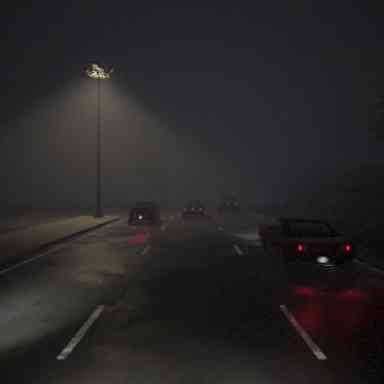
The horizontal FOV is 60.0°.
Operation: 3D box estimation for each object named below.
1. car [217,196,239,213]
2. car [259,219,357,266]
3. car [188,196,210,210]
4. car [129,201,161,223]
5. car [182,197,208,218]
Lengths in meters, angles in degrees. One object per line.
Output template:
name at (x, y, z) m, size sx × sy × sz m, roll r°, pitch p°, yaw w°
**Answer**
car at (3.797, 1.223, 35.652) m, size 2.097 × 1.767 × 4.553 m, roll 0°, pitch 0°, yaw 2°
car at (3.600, 1.560, 11.364) m, size 1.895 × 1.301 × 4.718 m, roll 0°, pitch 0°, yaw 0°
car at (0.941, 1.341, 41.818) m, size 2.128 × 1.511 × 4.902 m, roll 0°, pitch 0°, yaw 9°
car at (-3.401, 1.416, 24.427) m, size 1.837 × 1.490 × 4.892 m, roll 0°, pitch 0°, yaw 0°
car at (0.124, 1.442, 29.284) m, size 2.033 × 1.411 × 5.357 m, roll 0°, pitch 0°, yaw 1°
